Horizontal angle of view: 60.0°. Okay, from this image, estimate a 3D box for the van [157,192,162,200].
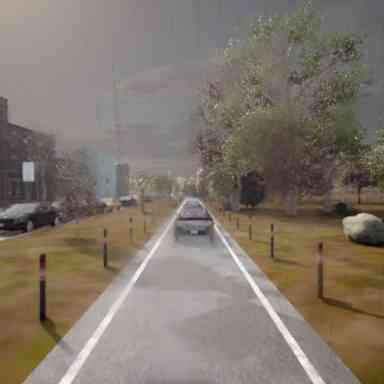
[{"bbox_3d":[-9.070,1.082,79.247,1.878,1.987,4.442,0,0,2],"label":"van"}]

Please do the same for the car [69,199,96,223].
[{"bbox_3d":[-8.999,1.333,23.909,2.231,1.521,4.892,0,1,2],"label":"car"}]

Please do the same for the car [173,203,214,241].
[{"bbox_3d":[0.098,1.515,16.776,2.128,1.511,4.902,0,0,0],"label":"car"}]

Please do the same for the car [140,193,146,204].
[{"bbox_3d":[-9.033,1.284,51.647,2.097,1.535,5.008,0,0,2],"label":"car"}]

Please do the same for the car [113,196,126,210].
[{"bbox_3d":[-9.021,1.306,35.846,1.946,1.575,5.366,0,0,2],"label":"car"}]

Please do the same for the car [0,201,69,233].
[{"bbox_3d":[-8.993,1.317,18.367,2.097,1.535,5.008,0,0,2],"label":"car"}]

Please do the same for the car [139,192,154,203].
[{"bbox_3d":[-9.044,1.062,61.531,2.435,2.045,5.566,0,0,1],"label":"car"}]

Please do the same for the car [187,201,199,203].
[{"bbox_3d":[0.098,1.562,32.658,1.994,1.385,4.181,0,0,0],"label":"car"}]

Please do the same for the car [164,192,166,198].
[{"bbox_3d":[-9.077,1.321,90.443,2.163,1.488,4.792,0,-1,-2],"label":"car"}]

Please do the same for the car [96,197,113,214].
[{"bbox_3d":[-9.006,1.327,29.465,2.097,1.535,5.008,0,0,2],"label":"car"}]

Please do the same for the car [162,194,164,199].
[{"bbox_3d":[-9.071,1.288,84.932,2.231,1.521,4.892,0,-1,-2],"label":"car"}]

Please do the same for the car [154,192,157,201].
[{"bbox_3d":[-9.052,1.342,68.276,2.002,1.452,4.674,0,0,0],"label":"car"}]

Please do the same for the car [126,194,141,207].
[{"bbox_3d":[-9.026,1.300,46.099,2.097,1.535,5.008,0,0,2],"label":"car"}]
